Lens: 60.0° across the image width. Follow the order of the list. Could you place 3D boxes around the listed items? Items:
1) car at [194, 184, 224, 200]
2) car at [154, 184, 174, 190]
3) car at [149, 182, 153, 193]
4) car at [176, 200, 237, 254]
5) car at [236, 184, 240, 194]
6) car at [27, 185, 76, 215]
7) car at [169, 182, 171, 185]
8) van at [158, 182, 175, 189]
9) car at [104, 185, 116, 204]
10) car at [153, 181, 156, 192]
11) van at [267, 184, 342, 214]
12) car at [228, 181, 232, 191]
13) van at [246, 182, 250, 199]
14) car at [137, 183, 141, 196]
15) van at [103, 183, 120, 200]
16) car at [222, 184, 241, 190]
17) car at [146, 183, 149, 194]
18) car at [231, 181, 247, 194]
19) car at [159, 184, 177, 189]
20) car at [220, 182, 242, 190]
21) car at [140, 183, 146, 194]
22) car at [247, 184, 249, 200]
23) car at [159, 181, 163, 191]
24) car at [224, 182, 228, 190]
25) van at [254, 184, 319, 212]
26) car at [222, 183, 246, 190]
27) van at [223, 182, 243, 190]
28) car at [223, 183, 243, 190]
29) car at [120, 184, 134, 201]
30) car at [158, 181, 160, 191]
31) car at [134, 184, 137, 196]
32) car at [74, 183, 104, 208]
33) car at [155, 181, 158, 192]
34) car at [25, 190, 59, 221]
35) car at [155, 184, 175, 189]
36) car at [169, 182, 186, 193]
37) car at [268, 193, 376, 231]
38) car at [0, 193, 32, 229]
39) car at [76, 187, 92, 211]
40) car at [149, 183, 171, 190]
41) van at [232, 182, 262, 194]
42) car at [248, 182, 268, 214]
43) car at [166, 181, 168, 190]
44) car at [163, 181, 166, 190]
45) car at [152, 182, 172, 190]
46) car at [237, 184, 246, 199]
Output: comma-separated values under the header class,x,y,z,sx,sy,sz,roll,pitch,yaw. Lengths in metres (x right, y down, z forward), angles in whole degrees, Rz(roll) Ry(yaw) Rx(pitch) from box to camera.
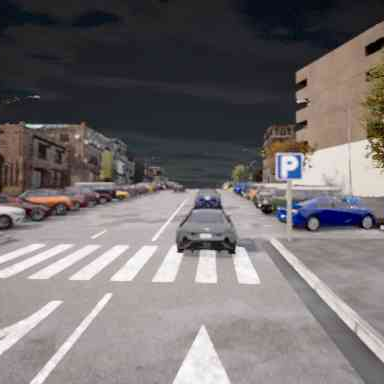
class,x,y,z,sx,sy,sz,roll,pitch,yaw
car,1.307,0.430,27.202,2.097,1.767,4.553,0,2,3
car,-7.297,-1.392,85.946,4.792,1.488,2.163,-1,1,-17
car,-8.988,-0.402,50.774,4.892,1.521,2.231,-1,3,-17
car,0.538,1.226,12.119,1.994,1.385,4.181,0,2,3
car,8.317,0.123,40.460,4.792,1.488,2.163,0,2,-17
car,-10.102,0.598,21.412,4.553,1.767,2.185,-1,3,-18
car,-7.949,-1.425,74.193,5.566,2.045,2.435,-1,2,-17
van,-7.126,-1.734,91.752,4.442,1.987,1.878,-1,1,-17
car,-9.821,0.384,30.250,5.008,1.535,2.097,-1,2,-18
car,-8.864,-0.516,53.707,5.008,1.535,2.097,-1,3,-17
van,7.009,0.678,19.514,4.442,1.987,1.878,0,2,-16
car,8.801,-0.507,49.463,5.566,2.045,2.435,0,2,-17
van,7.835,0.216,31.482,4.442,1.987,1.878,0,2,-16
car,-9.332,-0.037,41.994,4.792,1.488,2.163,-1,2,-18
van,-9.818,0.048,33.143,4.442,1.987,1.878,-1,3,-18
car,10.827,-1.375,91.313,4.792,1.488,2.163,1,1,-17
car,-9.115,-0.290,47.846,4.892,1.521,2.231,-1,3,-18
car,8.496,-0.275,43.457,5.566,2.045,2.435,0,2,-17
car,-6.859,-1.504,94.722,4.674,1.452,2.002,-1,1,-17
car,10.944,-1.692,94.271,5.566,2.045,2.435,1,1,-17
car,-9.249,-0.179,44.917,5.008,1.535,2.097,-1,2,-18
car,7.487,0.431,28.449,4.553,1.767,2.185,0,2,-16
car,-8.447,-0.959,62.494,4.553,1.767,2.185,-1,2,-17
car,8.991,-0.601,58.379,5.366,1.575,1.946,0,2,-17
van,7.202,0.446,25.422,4.442,1.987,1.878,0,3,-16
car,9.996,-1.203,79.289,5.366,1.575,1.946,1,2,-17
van,10.219,-1.488,82.292,4.442,1.987,1.878,1,1,-17
car,10.452,-1.441,85.318,4.553,1.767,2.185,1,1,-17
car,-9.414,0.152,36.178,5.366,1.575,1.946,-1,2,-18
car,-8.614,-0.693,59.574,4.674,1.452,2.002,-1,2,-17
car,-9.485,0.046,39.053,5.008,1.535,2.097,-1,2,-18
car,-9.892,0.372,27.304,4.553,1.767,2.185,-1,3,-18
car,-8.712,-0.752,56.638,4.553,1.767,2.185,-1,2,-17
car,-10.207,0.866,18.478,4.792,1.488,2.163,-1,2,-18
car,-7.177,-1.469,88.860,5.008,1.535,2.097,-1,1,-17
car,-2.255,-0.609,58.911,2.033,1.411,5.357,0,2,3
car,6.681,1.018,16.500,5.008,1.535,2.097,0,2,-16
car,-10.336,0.990,15.520,4.674,1.452,2.002,-1,2,-18
car,-10.054,0.641,24.347,4.792,1.488,2.163,-1,3,-18
car,-7.621,-1.309,80.073,4.892,1.521,2.231,-1,2,-17
van,9.150,-0.712,55.473,4.442,1.987,1.878,0,2,-17
car,7.079,0.536,22.455,5.566,2.045,2.435,0,3,-16
car,-8.209,-1.015,68.353,5.008,1.535,2.097,-1,2,-17
car,-8.334,-0.929,65.426,5.008,1.535,2.097,-1,2,-17
car,-7.447,-1.496,83.003,4.553,1.767,2.185,-1,1,-17
car,8.118,0.210,37.447,4.892,1.521,2.231,0,3,-16
